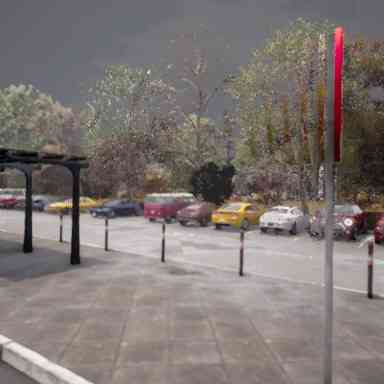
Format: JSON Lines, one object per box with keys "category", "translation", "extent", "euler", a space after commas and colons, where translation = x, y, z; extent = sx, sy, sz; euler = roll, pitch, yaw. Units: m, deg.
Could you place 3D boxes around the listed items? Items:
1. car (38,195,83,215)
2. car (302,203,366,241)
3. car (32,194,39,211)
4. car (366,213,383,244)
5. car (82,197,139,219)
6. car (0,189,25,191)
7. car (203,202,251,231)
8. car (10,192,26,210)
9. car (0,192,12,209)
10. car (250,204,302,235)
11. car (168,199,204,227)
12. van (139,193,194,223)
{"category": "car", "translation": [-10.572, 1.144, 30.003], "extent": [1.946, 1.575, 5.366], "euler": [1, 1, 35]}
{"category": "car", "translation": [7.648, 1.376, 17.310], "extent": [2.185, 1.767, 4.553], "euler": [1, 1, 35]}
{"category": "car", "translation": [-12.709, 1.133, 31.786], "extent": [2.163, 1.488, 4.792], "euler": [1, 1, 35]}
{"category": "car", "translation": [9.893, 1.547, 15.681], "extent": [2.097, 1.535, 5.008], "euler": [1, 1, 35]}
{"category": "car", "translation": [-5.958, 1.265, 26.913], "extent": [2.163, 1.488, 4.792], "euler": [1, 1, 35]}
{"category": "car", "translation": [-21.786, 0.676, 38.171], "extent": [2.435, 2.045, 5.566], "euler": [1, 1, 35]}
{"category": "car", "translation": [3.102, 1.412, 20.498], "extent": [2.097, 1.535, 5.008], "euler": [1, 1, 35]}
{"category": "car", "translation": [-14.983, 1.060, 33.376], "extent": [2.231, 1.521, 4.892], "euler": [1, 1, 35]}
{"category": "car", "translation": [-17.245, 1.015, 34.983], "extent": [2.097, 1.535, 5.008], "euler": [1, 1, 35]}
{"category": "car", "translation": [5.365, 1.497, 18.892], "extent": [2.002, 1.452, 4.674], "euler": [1, 1, 35]}
{"category": "car", "translation": [0.840, 1.408, 22.109], "extent": [2.002, 1.452, 4.674], "euler": [1, 1, 35]}
{"category": "van", "translation": [-1.348, 1.098, 23.813], "extent": [1.878, 1.987, 4.442], "euler": [1, 1, 35]}
